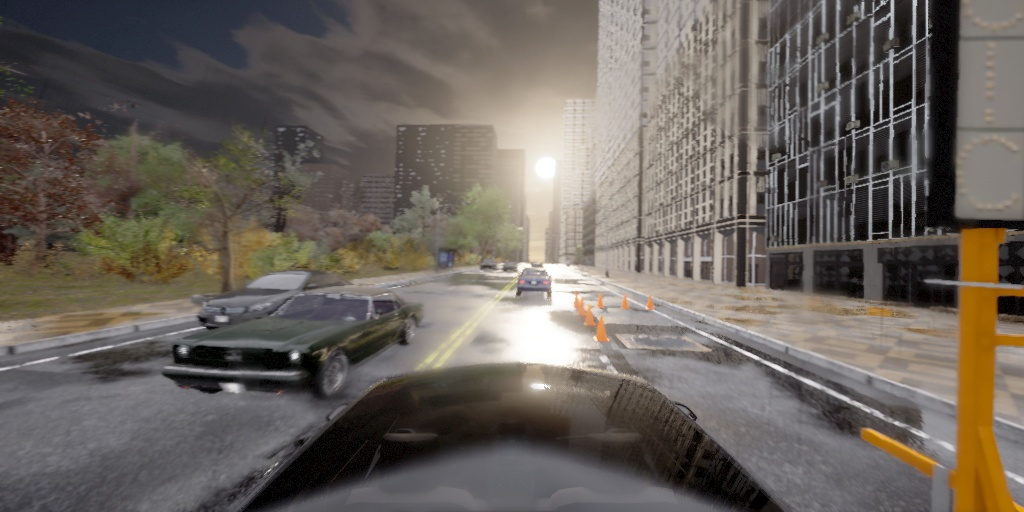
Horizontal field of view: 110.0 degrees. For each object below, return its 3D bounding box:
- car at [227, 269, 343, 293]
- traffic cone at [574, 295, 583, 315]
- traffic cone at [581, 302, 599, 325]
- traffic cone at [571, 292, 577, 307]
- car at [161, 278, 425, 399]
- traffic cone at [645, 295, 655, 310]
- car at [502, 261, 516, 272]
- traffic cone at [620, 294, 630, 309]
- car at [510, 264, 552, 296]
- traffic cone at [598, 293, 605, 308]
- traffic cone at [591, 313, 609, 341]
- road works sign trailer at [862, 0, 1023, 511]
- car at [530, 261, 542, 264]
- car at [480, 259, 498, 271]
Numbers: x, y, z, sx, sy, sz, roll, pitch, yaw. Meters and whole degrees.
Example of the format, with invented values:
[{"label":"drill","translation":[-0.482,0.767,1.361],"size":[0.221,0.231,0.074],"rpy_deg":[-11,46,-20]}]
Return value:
[{"label":"car","translation":[-6.168,1.121,10.156],"size":[1.812,1.442,4.674],"rpy_deg":[2,0,4]},{"label":"traffic cone","translation":[2.497,1.786,12.872],"size":[0.340,0.580,0.340],"rpy_deg":[0,0,4]},{"label":"traffic cone","translation":[2.353,1.778,10.878],"size":[0.340,0.580,0.340],"rpy_deg":[0,0,4]},{"label":"traffic cone","translation":[2.641,1.795,14.867],"size":[0.340,0.580,0.340],"rpy_deg":[0,0,4]},{"label":"car","translation":[-3.177,1.271,6.490],"size":[1.895,1.301,4.718],"rpy_deg":[2,0,4]},{"label":"traffic cone","translation":[5.632,1.874,14.651],"size":[0.340,0.580,0.340],"rpy_deg":[0,0,4]},{"label":"car","translation":[-0.204,1.421,47.382],"size":[2.033,1.411,5.357],"rpy_deg":[2,0,4]},{"label":"traffic cone","translation":[4.635,1.848,14.724],"size":[0.340,0.580,0.340],"rpy_deg":[0,0,4]},{"label":"car","translation":[1.256,1.363,19.974],"size":[2.033,1.411,5.357],"rpy_deg":[2,0,4]},{"label":"traffic cone","translation":[3.638,1.821,14.796],"size":[0.340,0.580,0.340],"rpy_deg":[0,0,4]},{"label":"traffic cone","translation":[2.209,1.772,8.883],"size":[0.340,0.580,0.340],"rpy_deg":[0,0,4]},{"label":"road works sign trailer","translation":[3.086,0.296,1.801],"size":[2.380,3.560,2.880],"rpy_deg":[0,0,4]},{"label":"car","translation":[3.663,1.498,53.306],"size":[2.128,1.511,4.902],"rpy_deg":[2,0,4]},{"label":"car","translation":[-3.206,1.162,50.762],"size":[2.097,1.767,4.553],"rpy_deg":[2,0,4]}]
